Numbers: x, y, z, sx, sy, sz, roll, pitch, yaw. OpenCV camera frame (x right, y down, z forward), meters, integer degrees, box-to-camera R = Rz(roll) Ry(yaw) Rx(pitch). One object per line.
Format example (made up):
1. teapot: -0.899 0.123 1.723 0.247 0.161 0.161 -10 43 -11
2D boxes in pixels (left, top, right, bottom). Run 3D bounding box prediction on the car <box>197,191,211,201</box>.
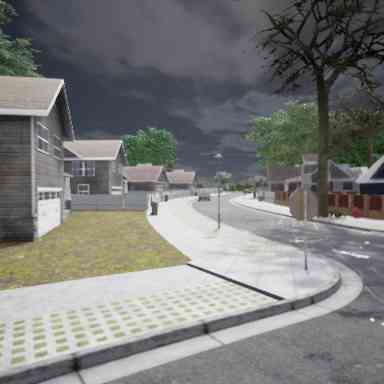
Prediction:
1. car: 2.071 0.690 54.887 1.837 1.490 4.892 -1 1 6
